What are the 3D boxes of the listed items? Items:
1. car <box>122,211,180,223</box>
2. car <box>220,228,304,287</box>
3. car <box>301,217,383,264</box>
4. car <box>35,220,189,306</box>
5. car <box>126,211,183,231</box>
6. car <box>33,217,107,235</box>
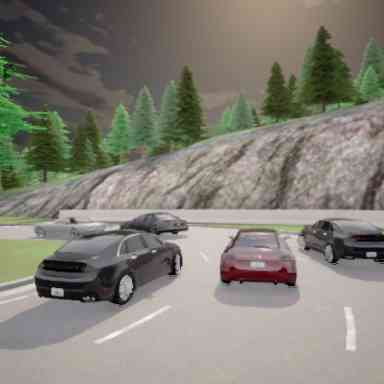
[{"bbox_3d":[-2.628,2.121,22.235,5.357,1.411,2.033,-2,-2,43],"label":"car"},{"bbox_3d":[2.023,1.784,10.085,1.994,1.385,4.181,-1,-1,12],"label":"car"},{"bbox_3d":[5.613,1.739,12.769,1.837,1.490,4.892,0,-1,1],"label":"car"},{"bbox_3d":[-1.793,1.749,8.814,1.837,1.490,4.892,-1,-1,21],"label":"car"},{"bbox_3d":[-3.034,2.246,26.590,4.181,1.385,1.994,-2,-2,32],"label":"car"},{"bbox_3d":[-7.847,2.223,21.237,4.718,1.301,1.895,-1,-2,26],"label":"car"}]
